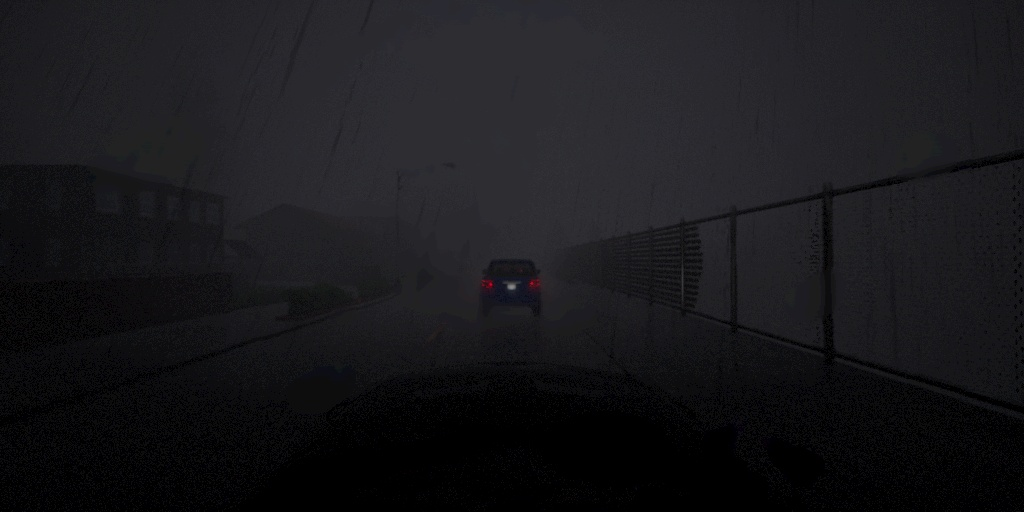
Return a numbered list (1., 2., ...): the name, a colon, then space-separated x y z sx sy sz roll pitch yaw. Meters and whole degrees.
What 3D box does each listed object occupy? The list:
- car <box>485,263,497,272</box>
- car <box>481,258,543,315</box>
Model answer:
1. car: -3.739 1.957 63.322 1.812 1.442 4.674 0 -1 1
2. car: 0.003 1.115 14.378 2.150 2.045 5.566 0 0 0
